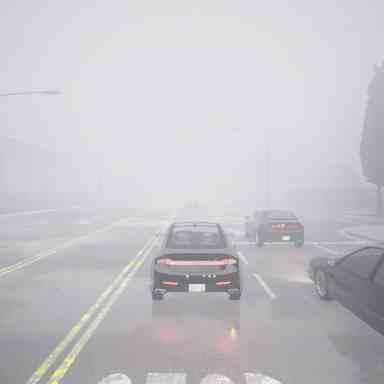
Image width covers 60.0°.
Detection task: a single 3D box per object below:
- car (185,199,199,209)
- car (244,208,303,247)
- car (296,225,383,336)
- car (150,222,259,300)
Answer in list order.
[{"bbox_3d":[0.002,1.601,44.152,1.895,1.301,4.718,0,0,0],"label":"car"},{"bbox_3d":[3.565,1.505,15.046,1.837,1.490,4.892,0,0,0],"label":"car"},{"bbox_3d":[3.588,1.547,5.300,2.033,1.411,5.357,0,0,0],"label":"car"},{"bbox_3d":[0.082,1.492,8.345,2.128,1.511,4.902,0,0,0],"label":"car"}]
